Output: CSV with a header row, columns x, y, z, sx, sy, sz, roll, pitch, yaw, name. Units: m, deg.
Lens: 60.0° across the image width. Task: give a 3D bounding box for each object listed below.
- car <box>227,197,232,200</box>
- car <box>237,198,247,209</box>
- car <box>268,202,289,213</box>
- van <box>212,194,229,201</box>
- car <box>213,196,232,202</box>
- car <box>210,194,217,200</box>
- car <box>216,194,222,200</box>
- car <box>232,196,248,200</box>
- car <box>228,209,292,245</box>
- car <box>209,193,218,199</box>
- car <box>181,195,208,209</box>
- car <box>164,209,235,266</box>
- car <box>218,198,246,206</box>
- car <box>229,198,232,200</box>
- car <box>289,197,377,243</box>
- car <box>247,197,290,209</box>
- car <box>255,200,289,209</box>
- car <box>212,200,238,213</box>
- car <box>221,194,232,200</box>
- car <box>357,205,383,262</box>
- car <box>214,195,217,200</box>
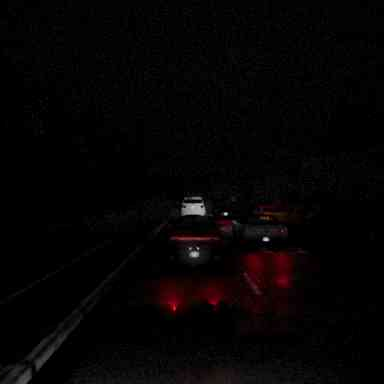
x,y,z,sx,sy,sz,roll,pitch,yaw,name
8.100,1.970,49.770,4.792,1.488,2.163,1,-1,-20,car
8.067,1.822,37.746,5.008,1.535,2.097,1,-1,-20,car
8.245,1.648,22.808,5.366,1.575,1.946,1,-1,-20,car
8.190,1.659,94.798,4.442,1.987,1.878,1,0,-20,van
8.074,1.945,88.792,4.674,1.452,2.002,1,0,-20,car
8.052,1.945,85.773,4.792,1.488,2.163,1,0,-20,car
8.053,1.736,61.751,5.566,2.045,2.435,1,0,-20,car
8.106,1.763,43.758,4.553,1.767,2.185,1,0,-20,car
3.094,1.701,16.075,1.895,1.301,4.718,0,0,0,car
8.051,1.768,91.764,4.553,1.767,2.185,1,0,-20,car
0.097,1.484,31.810,2.150,2.045,5.566,0,-1,0,car
0.080,1.560,11.784,2.128,1.511,4.902,0,0,0,car
8.248,1.977,67.844,5.366,1.575,1.946,1,0,-20,car
8.077,1.960,46.745,4.674,1.452,2.002,1,0,-20,car
8.099,1.341,16.760,5.566,2.045,2.435,1,-1,-20,car
8.052,1.461,28.729,5.566,2.045,2.435,1,0,-20,car
7.898,1.672,25.674,5.366,1.575,1.946,1,0,-20,car
3.096,1.779,32.853,1.837,1.490,4.892,0,-1,0,car
8.104,1.708,52.771,5.566,2.045,2.435,1,0,-20,car
8.042,1.421,10.732,4.553,1.767,2.185,1,-1,-20,car
8.051,1.988,73.767,4.792,1.488,2.163,1,0,-20,car
